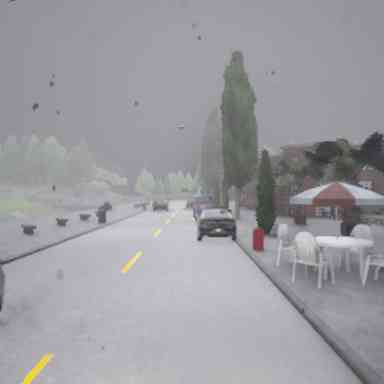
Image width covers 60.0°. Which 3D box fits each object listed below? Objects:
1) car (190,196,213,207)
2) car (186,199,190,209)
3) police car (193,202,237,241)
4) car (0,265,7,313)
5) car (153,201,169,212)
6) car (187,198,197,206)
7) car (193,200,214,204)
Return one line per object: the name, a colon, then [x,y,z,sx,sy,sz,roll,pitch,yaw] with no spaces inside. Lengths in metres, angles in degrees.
car: [1.138,1.408,33.620,2.150,2.045,5.566,-3,0,0]
car: [0.001,1.972,53.243,1.895,1.301,4.718,0,0,0]
police car: [1.199,1.549,17.698,1.930,1.638,5.238,0,0,0]
car: [-4.101,1.532,3.787,1.837,1.490,4.892,0,0,0]
car: [-4.092,1.909,44.237,1.895,1.301,4.718,0,0,0]
car: [0.000,2.012,67.891,1.994,1.385,4.181,0,0,0]
car: [1.199,1.698,27.587,1.837,1.490,4.892,0,0,0]
